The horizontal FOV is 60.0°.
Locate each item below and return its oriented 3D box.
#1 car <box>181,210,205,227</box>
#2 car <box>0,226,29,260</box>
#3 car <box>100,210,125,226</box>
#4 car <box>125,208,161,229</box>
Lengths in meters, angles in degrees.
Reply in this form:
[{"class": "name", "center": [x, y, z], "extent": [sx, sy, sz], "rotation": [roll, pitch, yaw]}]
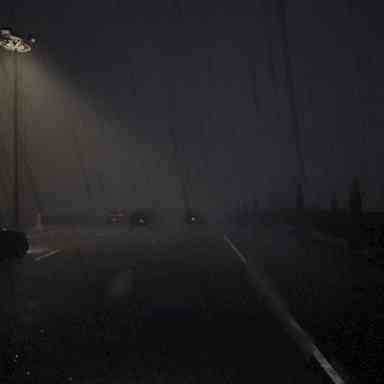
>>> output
[{"class": "car", "center": [0.086, 2.233, 28.079], "extent": [1.994, 1.385, 4.181], "rotation": [0, -4, 0]}, {"class": "car", "center": [-6.906, 1.595, 10.372], "extent": [1.994, 1.385, 4.181], "rotation": [0, 0, 0]}, {"class": "car", "center": [-6.916, 2.465, 32.036], "extent": [2.128, 1.511, 4.902], "rotation": [0, -5, 0]}, {"class": "car", "center": [-3.413, 1.947, 24.949], "extent": [1.882, 1.535, 5.008], "rotation": [0, -3, 0]}]
